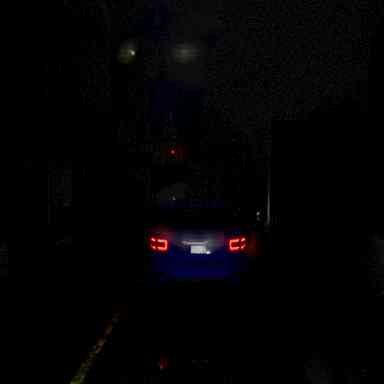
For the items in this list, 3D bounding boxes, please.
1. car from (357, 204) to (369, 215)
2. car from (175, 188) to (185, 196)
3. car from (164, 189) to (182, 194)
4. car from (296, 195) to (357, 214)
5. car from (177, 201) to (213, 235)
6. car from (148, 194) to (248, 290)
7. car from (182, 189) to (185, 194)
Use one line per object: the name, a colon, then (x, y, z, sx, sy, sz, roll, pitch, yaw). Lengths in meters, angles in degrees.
car: (18.234, 1.524, 32.436, 4.206, 1.307, 1.802, 1, 0, 0)
car: (-2.479, 0.008, 71.464, 1.882, 1.535, 5.008, 0, 2, 0)
car: (-2.853, 0.795, 41.435, 2.097, 1.767, 4.553, 0, 2, 4)
car: (12.836, 1.181, 32.446, 5.009, 1.841, 2.192, 1, 0, 0)
car: (0.128, 1.388, 19.168, 1.837, 1.490, 4.892, 0, 1, 0)
car: (0.116, 1.195, 9.142, 2.150, 2.045, 5.566, 0, 0, 0)
car: (-2.619, 0.502, 56.325, 2.128, 1.511, 4.902, 0, 2, 1)
